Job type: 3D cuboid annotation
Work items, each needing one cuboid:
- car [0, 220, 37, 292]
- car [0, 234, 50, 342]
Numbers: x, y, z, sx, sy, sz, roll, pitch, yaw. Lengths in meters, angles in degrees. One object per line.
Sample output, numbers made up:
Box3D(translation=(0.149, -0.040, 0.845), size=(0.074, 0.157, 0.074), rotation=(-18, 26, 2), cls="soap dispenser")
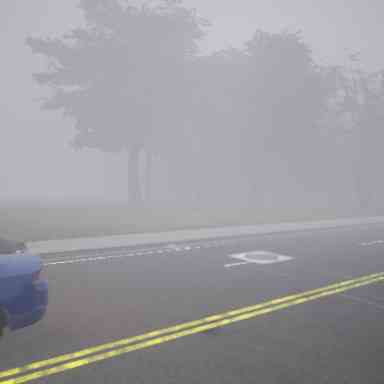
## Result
Box3D(translation=(-6.095, 1.501, 7.228), size=(4.674, 1.442, 1.812), rotation=(0, 0, -36), cls="car")
Box3D(translation=(-4.579, 1.460, 4.332), size=(5.008, 1.535, 1.882), rotation=(0, 0, -36), cls="car")
